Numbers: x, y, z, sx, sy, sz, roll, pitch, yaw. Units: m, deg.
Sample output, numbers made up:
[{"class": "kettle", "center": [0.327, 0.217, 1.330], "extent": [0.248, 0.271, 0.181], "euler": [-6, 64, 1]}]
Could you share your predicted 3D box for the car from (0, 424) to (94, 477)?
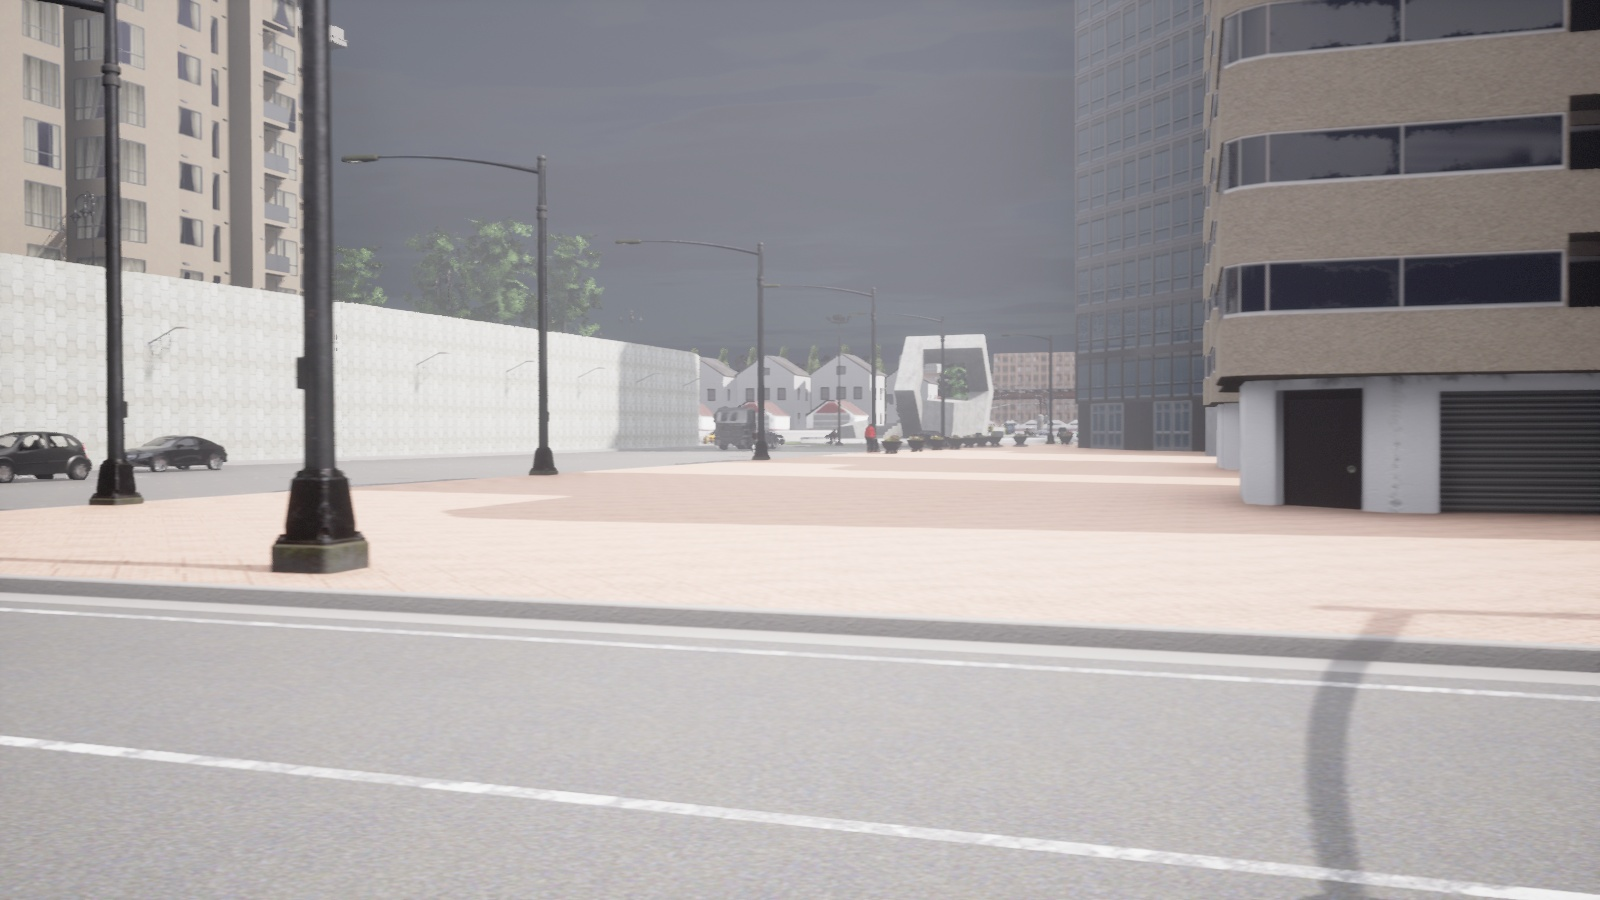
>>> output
[{"class": "car", "center": [-24.925, -0.010, 40.015], "extent": [1.851, 1.617, 3.988], "euler": [1, 1, 19]}]

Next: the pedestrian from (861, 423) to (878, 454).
[{"class": "pedestrian", "center": [4.166, -0.703, 74.935], "extent": [0.634, 1.844, 0.899], "euler": [1, 1, 33]}]

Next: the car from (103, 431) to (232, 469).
[{"class": "car", "center": [-25.163, -0.046, 50.190], "extent": [1.812, 1.442, 4.674], "euler": [1, 1, 19]}]
